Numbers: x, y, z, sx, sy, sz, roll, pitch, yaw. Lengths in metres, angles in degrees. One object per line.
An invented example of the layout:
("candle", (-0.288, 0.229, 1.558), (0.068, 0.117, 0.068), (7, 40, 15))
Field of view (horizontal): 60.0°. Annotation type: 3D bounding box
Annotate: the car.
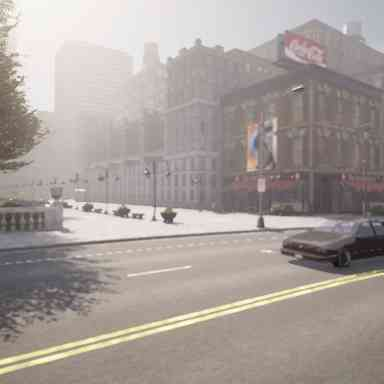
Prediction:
("car", (5.610, 1.642, 11.727), (5.357, 1.411, 2.033), (1, 0, -31))
